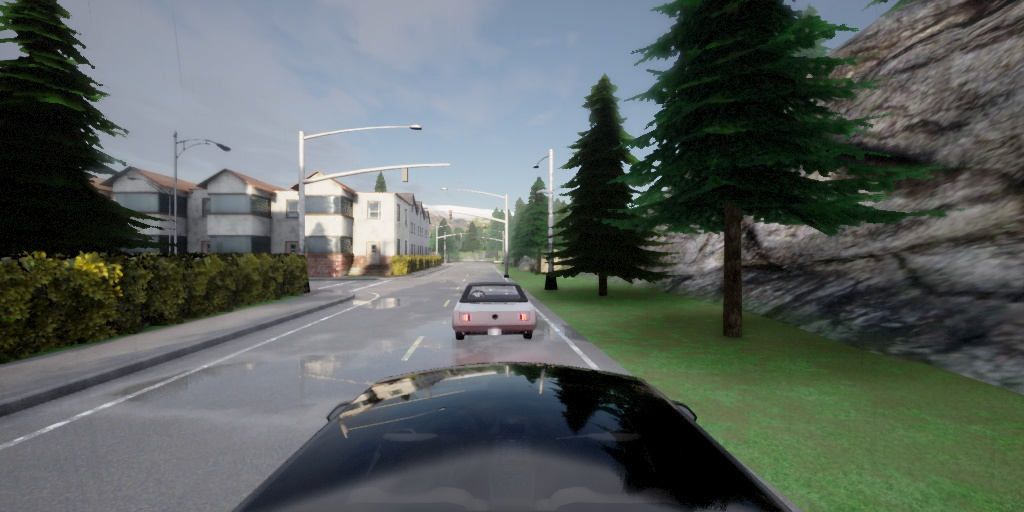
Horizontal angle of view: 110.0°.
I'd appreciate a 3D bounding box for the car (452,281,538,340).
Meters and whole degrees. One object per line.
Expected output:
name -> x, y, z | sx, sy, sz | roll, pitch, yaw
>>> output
car -> -0.526, 1.351, 9.954 | 1.895, 1.301, 4.718 | 0, 0, -4
